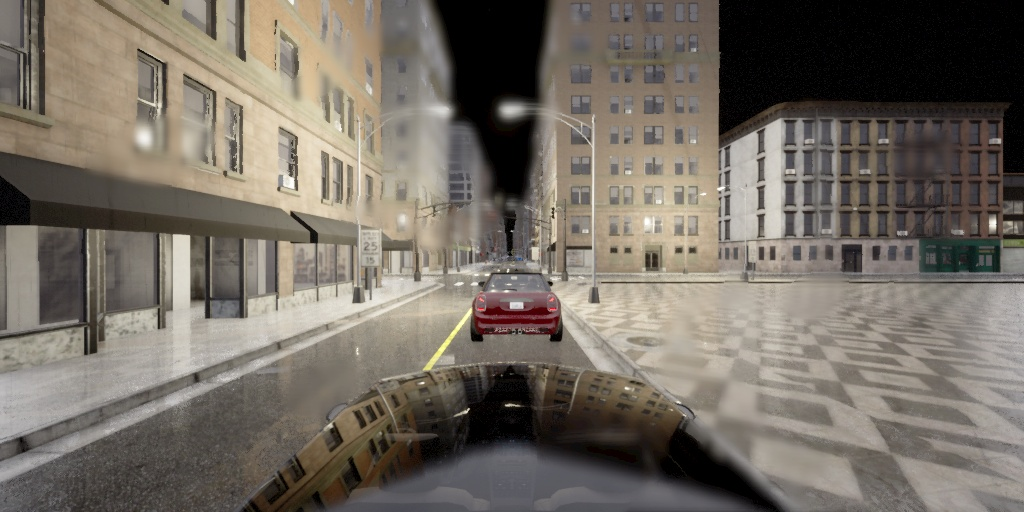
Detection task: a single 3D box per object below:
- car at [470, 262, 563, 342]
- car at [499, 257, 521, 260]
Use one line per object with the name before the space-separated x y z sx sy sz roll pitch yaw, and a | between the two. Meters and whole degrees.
car | 0.104 1.102 9.956 2.097 1.767 4.553 0 0 0
car | 0.054 1.101 19.772 2.097 1.767 4.553 0 0 -1
